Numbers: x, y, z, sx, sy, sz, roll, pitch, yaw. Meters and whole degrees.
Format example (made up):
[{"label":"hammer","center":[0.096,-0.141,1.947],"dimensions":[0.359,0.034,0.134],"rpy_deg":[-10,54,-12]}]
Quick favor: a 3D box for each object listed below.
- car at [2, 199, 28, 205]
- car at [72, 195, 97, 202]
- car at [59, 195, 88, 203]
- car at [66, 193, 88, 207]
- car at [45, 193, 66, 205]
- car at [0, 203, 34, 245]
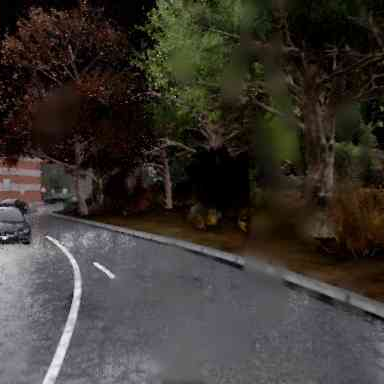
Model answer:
[{"label":"car","center":[-20.672,1.558,38.203],"dimensions":[1.837,1.490,4.892],"rpy_deg":[-1,0,0]},{"label":"car","center":[-23.108,1.459,71.679],"dimensions":[4.674,1.452,2.002],"rpy_deg":[-1,0,4]},{"label":"car","center":[-23.486,1.456,66.040],"dimensions":[5.008,1.535,2.097],"rpy_deg":[-1,0,4]},{"label":"car","center":[-16.768,1.335,50.525],"dimensions":[2.097,1.767,4.553],"rpy_deg":[-1,0,4]},{"label":"car","center":[-23.886,1.237,60.401],"dimensions":[5.566,2.045,2.435],"rpy_deg":[-1,0,4]},{"label":"car","center":[-8.245,1.465,14.580],"dimensions":[1.837,1.490,4.892],"rpy_deg":[-1,1,-31]}]
